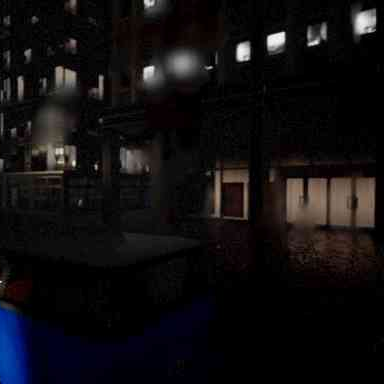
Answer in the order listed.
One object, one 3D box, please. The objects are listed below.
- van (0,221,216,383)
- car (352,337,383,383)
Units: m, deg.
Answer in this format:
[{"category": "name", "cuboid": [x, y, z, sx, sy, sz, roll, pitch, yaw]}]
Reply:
[{"category": "van", "cuboid": [-1.676, 1.315, 3.981, 3.998, 1.788, 1.690, 0, 1, 34]}, {"category": "car", "cuboid": [3.048, 1.301, 0.820, 5.009, 1.841, 2.192, 0, 1, 34]}]
